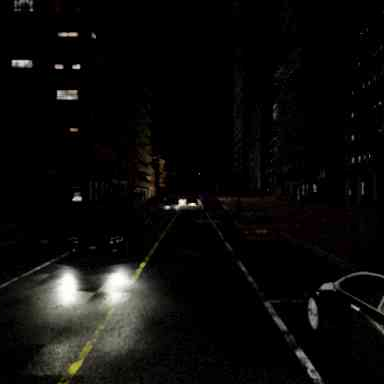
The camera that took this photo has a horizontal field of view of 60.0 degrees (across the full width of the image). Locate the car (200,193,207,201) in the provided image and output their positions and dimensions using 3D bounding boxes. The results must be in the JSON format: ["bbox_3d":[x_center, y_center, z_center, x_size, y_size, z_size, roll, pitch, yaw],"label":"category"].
[{"bbox_3d":[2.687,1.357,59.571,1.967,1.590,4.097,1,0,0],"label":"car"}]

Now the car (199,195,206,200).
[{"bbox_3d":[2.678,1.466,87.419,1.802,1.307,4.206,1,0,0],"label":"car"}]

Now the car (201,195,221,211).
[{"bbox_3d":[2.349,1.421,38.976,1.882,1.535,5.008,0,0,0],"label":"car"}]

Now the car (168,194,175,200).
[{"bbox_3d":[-5.703,1.403,92.818,1.752,1.417,4.829,1,0,0],"label":"car"}]

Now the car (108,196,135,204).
[{"bbox_3d":[-5.683,1.276,26.153,2.192,1.841,5.009,1,0,0],"label":"car"}]

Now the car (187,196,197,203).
[{"bbox_3d":[-0.019,1.497,69.502,1.895,1.301,4.718,0,0,0],"label":"car"}]

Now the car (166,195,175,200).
[{"bbox_3d":[-5.702,1.435,87.417,2.008,1.369,4.403,1,0,0],"label":"car"}]

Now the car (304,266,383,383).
[{"bbox_3d":[2.699,1.545,3.875,2.008,1.369,4.403,1,0,0],"label":"car"}]

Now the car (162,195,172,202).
[{"bbox_3d":[-5.699,1.422,76.109,1.752,1.417,4.829,1,0,0],"label":"car"}]

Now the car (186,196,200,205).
[{"bbox_3d":[-0.015,1.398,56.039,1.882,1.535,5.008,0,0,0],"label":"car"}]

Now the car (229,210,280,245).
[{"bbox_3d":[2.697,1.502,15.185,1.752,1.417,4.829,1,0,0],"label":"car"}]

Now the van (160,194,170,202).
[{"bbox_3d":[-5.695,1.244,70.710,1.690,1.788,3.998,1,0,0],"label":"van"}]

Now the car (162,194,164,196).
[{"bbox_3d":[-5.695,1.482,59.570,1.947,1.339,4.313,1,0,0],"label":"car"}]

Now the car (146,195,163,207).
[{"bbox_3d":[-5.692,1.475,48.431,1.887,1.381,4.507,1,0,0],"label":"car"}]

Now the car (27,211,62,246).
[{"bbox_3d":[-5.684,1.543,15.013,1.947,1.339,4.313,1,0,0],"label":"car"}]

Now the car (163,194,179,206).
[{"bbox_3d":[-3.086,1.401,53.476,1.882,1.535,5.008,0,0,0],"label":"car"}]

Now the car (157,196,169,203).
[{"bbox_3d":[-5.697,1.461,65.140,2.008,1.369,4.403,1,0,0],"label":"car"}]

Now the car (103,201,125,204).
[{"bbox_3d":[-5.685,1.494,20.412,1.752,1.417,4.829,1,0,0],"label":"car"}]

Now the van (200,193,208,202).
[{"bbox_3d":[2.684,1.238,76.281,1.690,1.788,3.998,1,0,0],"label":"van"}]

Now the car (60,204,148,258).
[{"bbox_3d":[-3.105,1.457,12.855,1.882,1.535,5.008,0,0,0],"label":"car"}]
